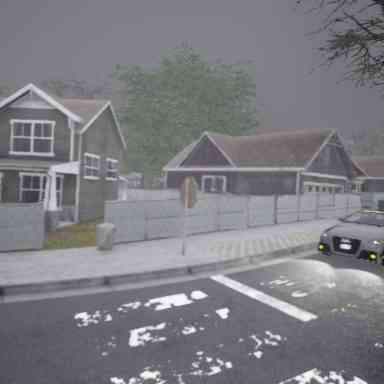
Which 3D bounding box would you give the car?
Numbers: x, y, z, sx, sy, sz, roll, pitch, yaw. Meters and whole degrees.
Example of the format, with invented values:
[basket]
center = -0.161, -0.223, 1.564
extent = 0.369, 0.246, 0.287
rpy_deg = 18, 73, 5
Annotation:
[car]
center = 5.748, 1.309, 10.485
extent = 4.181, 1.385, 1.994
rpy_deg = -1, 3, -41
